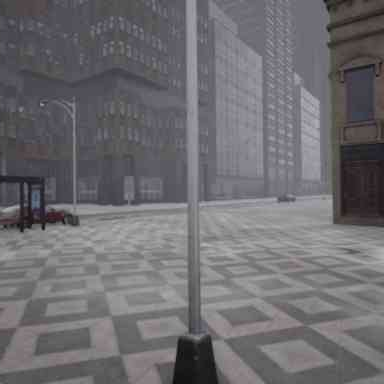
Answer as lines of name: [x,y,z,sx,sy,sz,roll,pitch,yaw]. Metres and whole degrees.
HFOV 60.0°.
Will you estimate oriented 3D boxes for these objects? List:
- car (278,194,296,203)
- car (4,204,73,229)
car: [16.244,1.099,56.665,1.882,1.535,5.008,-1,-1,35]
car: [-9.550,1.419,20.480,1.812,1.442,4.674,-1,0,35]
